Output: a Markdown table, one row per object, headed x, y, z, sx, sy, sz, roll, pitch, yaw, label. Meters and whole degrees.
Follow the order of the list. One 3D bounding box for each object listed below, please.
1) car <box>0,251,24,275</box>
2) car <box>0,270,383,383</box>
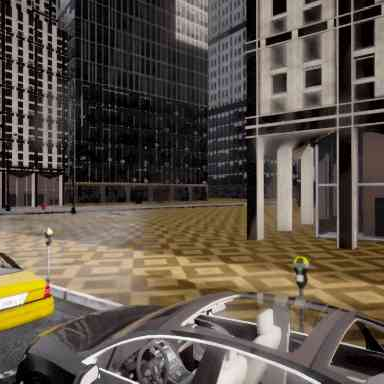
| x | y | z | sx | sy | sz | roll | pitch | yaw | label |
| --- | --- | --- | --- | --- | --- | --- | --- | --- | --- |
| -4.464 | 1.525 | 6.064 | 4.829 | 1.417 | 1.752 | 0 | 0 | 36 | car |
| 0.290 | 1.551 | 2.670 | 4.403 | 1.369 | 2.008 | 0 | 0 | 36 | car |
